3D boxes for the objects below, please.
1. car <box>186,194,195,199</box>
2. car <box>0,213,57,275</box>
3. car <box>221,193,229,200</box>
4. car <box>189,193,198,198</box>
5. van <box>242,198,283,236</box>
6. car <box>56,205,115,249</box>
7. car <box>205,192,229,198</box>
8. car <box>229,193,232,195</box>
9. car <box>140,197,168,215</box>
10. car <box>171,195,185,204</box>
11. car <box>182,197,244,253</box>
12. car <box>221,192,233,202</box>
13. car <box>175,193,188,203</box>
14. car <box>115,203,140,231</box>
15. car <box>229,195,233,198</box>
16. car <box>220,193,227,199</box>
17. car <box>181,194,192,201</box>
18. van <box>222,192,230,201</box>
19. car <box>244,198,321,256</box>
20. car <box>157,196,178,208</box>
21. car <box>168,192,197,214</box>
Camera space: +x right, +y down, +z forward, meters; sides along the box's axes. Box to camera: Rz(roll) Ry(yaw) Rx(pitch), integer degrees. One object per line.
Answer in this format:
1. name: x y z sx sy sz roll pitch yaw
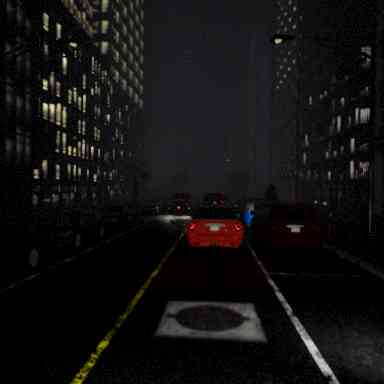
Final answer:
1. car: -0.337 1.085 81.639 1.947 1.339 4.313 0 0 4
2. car: -5.267 1.431 7.917 1.887 1.381 4.507 0 0 4
3. car: 8.026 1.069 81.080 1.967 1.590 4.097 0 0 4
4. car: 0.423 1.012 92.981 2.008 1.369 4.403 0 0 4
5. van: 3.853 1.281 18.699 1.690 1.788 3.998 0 0 4
6. car: -4.889 1.409 13.588 2.008 1.369 4.403 0 0 4
7. car: 2.192 1.060 32.490 2.150 2.045 5.566 1 0 4
8. car: 6.887 1.030 64.066 2.192 1.841 5.009 0 0 4
9. car: -3.750 1.326 30.601 2.008 1.369 4.403 0 0 4
10. car: -2.233 1.244 53.284 1.802 1.307 4.206 0 0 4
11. car: 0.930 1.283 13.658 2.097 1.767 4.553 1 0 4
12. car: 7.267 1.001 69.738 2.192 1.841 5.009 0 0 4
13. car: -1.853 1.074 58.954 1.967 1.590 4.097 0 0 4
14. car: -4.509 1.413 19.259 1.802 1.307 4.206 0 0 4
15. car: 5.370 1.379 41.383 2.008 1.369 4.403 0 0 4
16. car: 8.784 1.011 92.421 1.967 1.590 4.097 0 0 4
17. car: -1.106 1.103 70.127 1.752 1.417 4.829 0 0 4
18. van: 7.646 0.999 75.408 1.690 1.788 3.998 0 0 4
19. car: 3.474 1.283 13.028 2.192 1.841 5.009 0 0 4
20. car: -2.992 1.269 41.942 2.008 1.369 4.403 0 0 4
21. car: -0.980 1.023 32.509 2.150 2.045 5.566 1 0 4
